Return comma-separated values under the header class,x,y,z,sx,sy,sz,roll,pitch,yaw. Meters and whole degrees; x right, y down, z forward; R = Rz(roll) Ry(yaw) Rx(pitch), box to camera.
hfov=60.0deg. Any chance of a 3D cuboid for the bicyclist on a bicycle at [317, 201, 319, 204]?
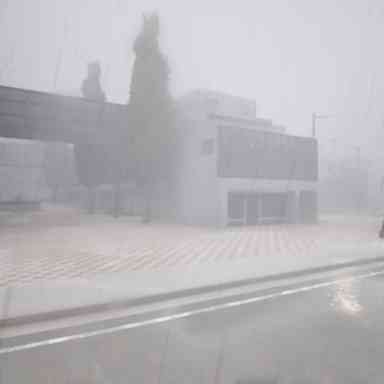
class,x,y,z,sx,sy,sz,roll,pitch,yaw
bicyclist on a bicycle,24.431,1.557,65.419,1.656,1.620,0.582,0,1,-32
